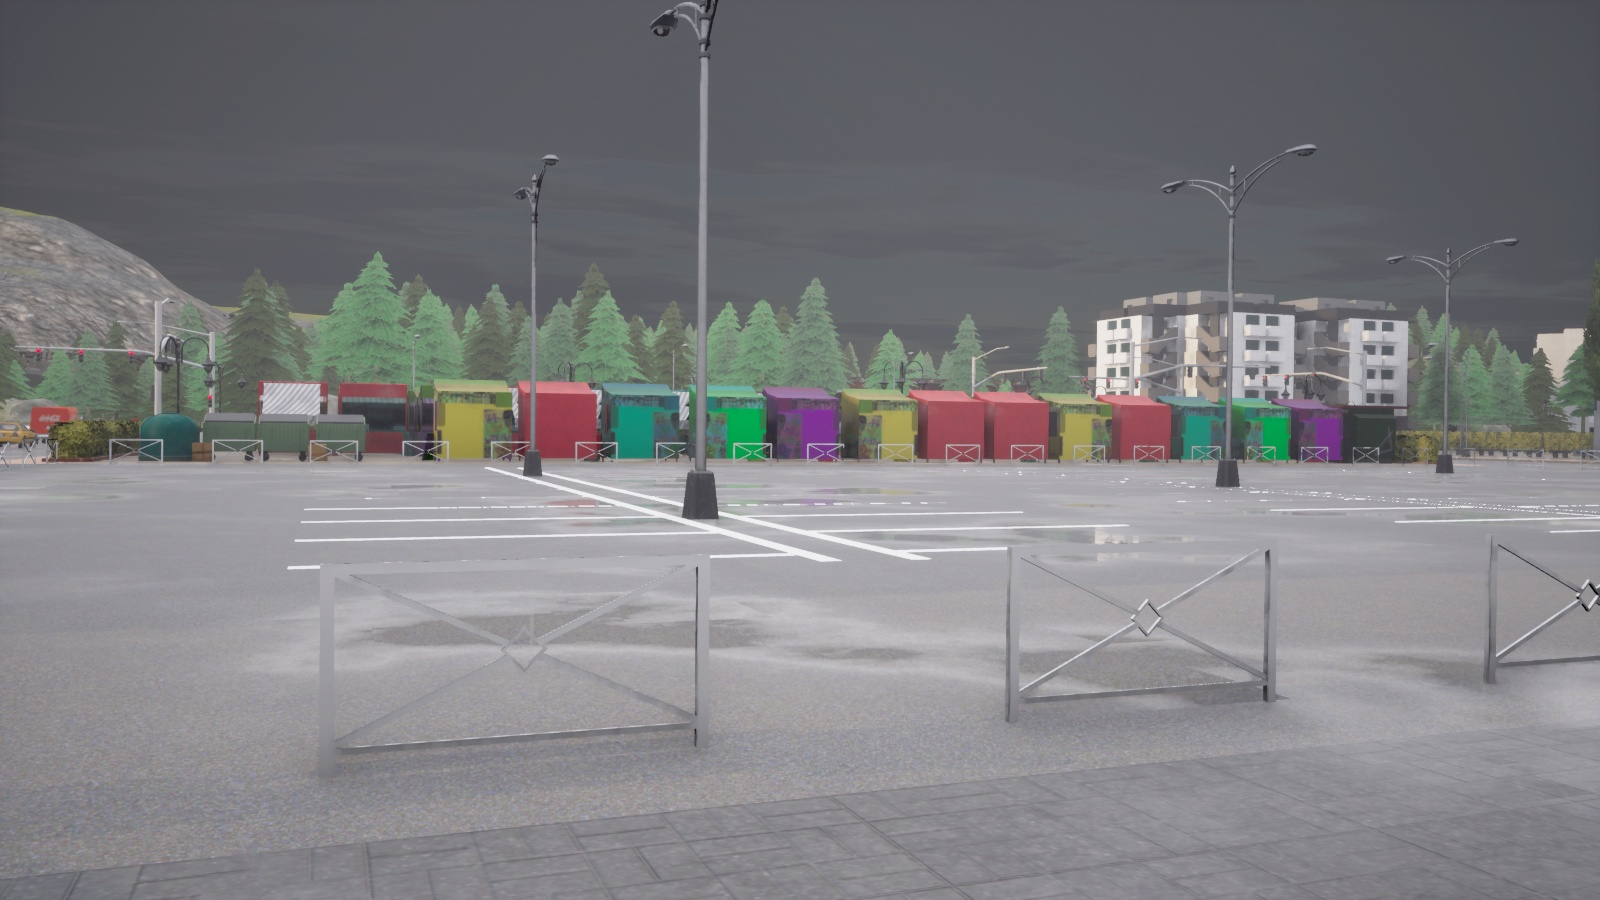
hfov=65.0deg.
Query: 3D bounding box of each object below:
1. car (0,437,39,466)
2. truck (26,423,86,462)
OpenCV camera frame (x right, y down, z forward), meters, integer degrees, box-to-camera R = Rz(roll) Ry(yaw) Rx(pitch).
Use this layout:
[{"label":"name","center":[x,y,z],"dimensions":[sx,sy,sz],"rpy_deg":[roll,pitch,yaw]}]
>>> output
[{"label":"car","center":[-44.406,0.055,70.656],"dimensions":[1.801,1.575,5.366],"rpy_deg":[-1,1,-21]},{"label":"truck","center":[-49.331,-0.558,83.381],"dimensions":[2.627,2.467,5.204],"rpy_deg":[-1,2,-22]}]
